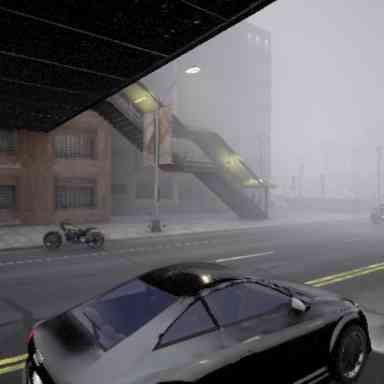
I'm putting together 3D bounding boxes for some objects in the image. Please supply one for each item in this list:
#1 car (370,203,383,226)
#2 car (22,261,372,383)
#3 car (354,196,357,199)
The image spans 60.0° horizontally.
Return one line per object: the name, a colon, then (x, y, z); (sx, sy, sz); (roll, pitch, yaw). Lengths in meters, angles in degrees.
car: (14.845, 1.327, 23.462); (5.566, 2.045, 2.150); (1, 0, -36)
car: (0.315, 1.574, 3.995); (4.181, 1.385, 1.994); (0, 0, -36)
car: (37.164, 1.722, 76.889); (4.674, 1.452, 2.002); (0, 0, -37)
